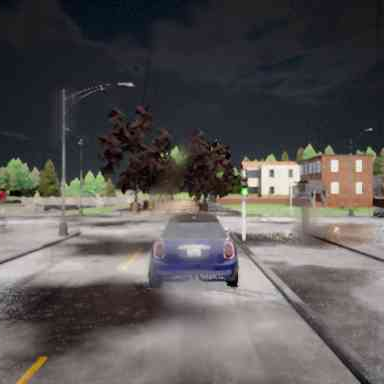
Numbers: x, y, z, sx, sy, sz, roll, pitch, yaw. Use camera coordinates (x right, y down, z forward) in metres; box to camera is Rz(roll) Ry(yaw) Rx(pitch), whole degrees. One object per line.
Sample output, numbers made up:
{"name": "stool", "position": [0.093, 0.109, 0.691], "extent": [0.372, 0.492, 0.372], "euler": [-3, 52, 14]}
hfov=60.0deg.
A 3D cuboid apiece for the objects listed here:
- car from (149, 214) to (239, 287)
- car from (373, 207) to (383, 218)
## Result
{"name": "car", "position": [0.059, 1.403, 9.622], "extent": [2.097, 1.767, 4.553], "euler": [0, 0, 0]}
{"name": "car", "position": [18.821, 1.663, 29.767], "extent": [4.892, 1.490, 1.837], "euler": [0, 0, 0]}
